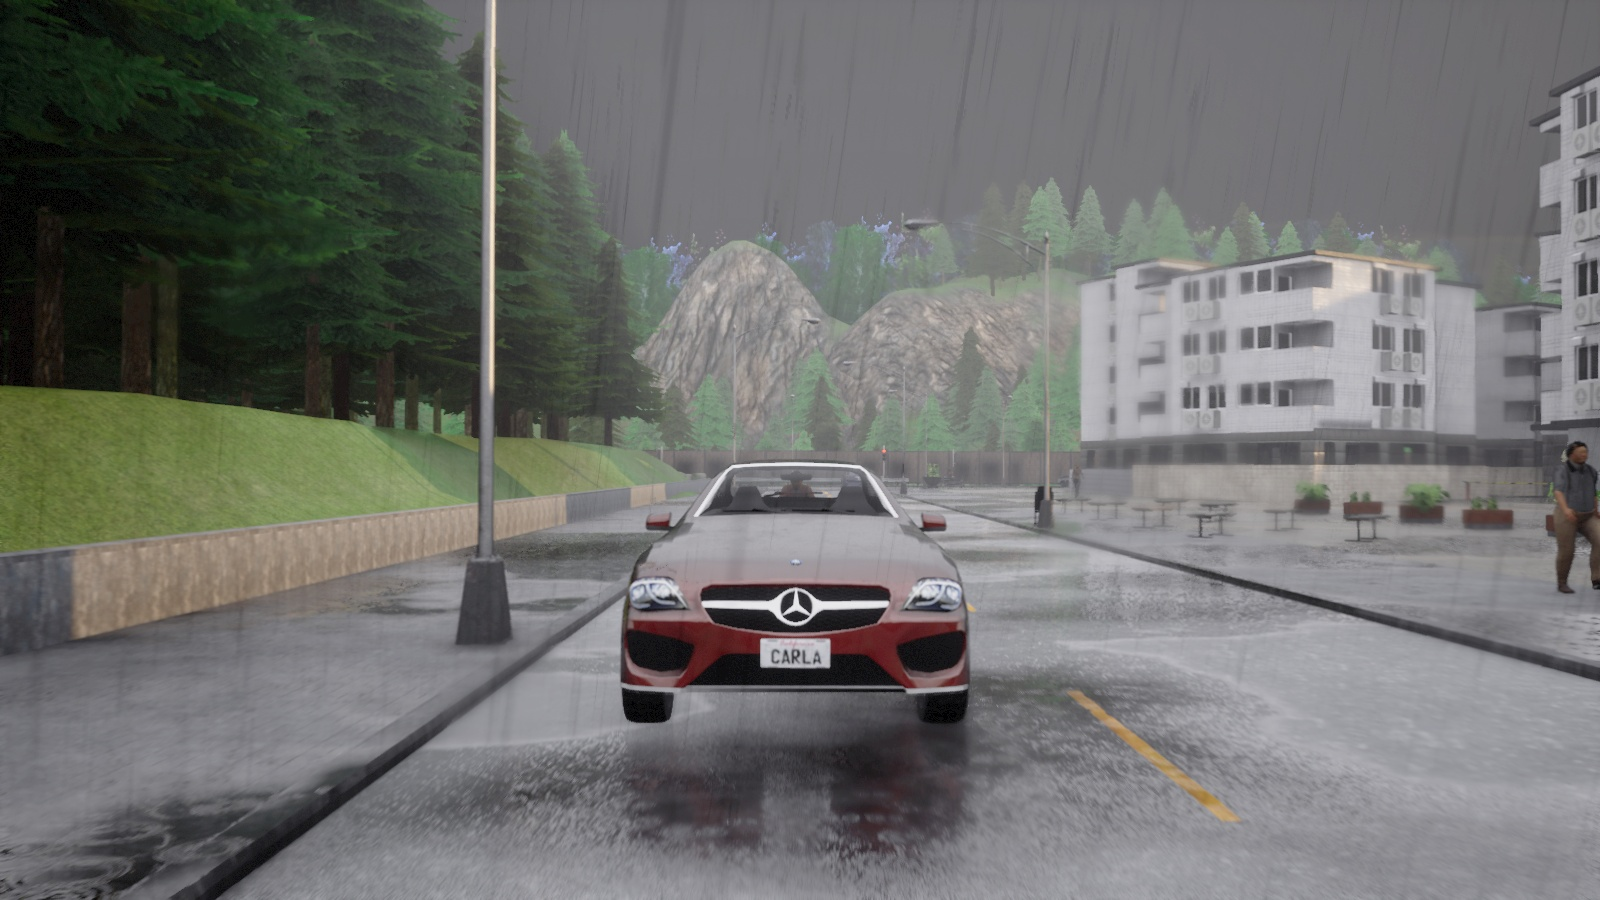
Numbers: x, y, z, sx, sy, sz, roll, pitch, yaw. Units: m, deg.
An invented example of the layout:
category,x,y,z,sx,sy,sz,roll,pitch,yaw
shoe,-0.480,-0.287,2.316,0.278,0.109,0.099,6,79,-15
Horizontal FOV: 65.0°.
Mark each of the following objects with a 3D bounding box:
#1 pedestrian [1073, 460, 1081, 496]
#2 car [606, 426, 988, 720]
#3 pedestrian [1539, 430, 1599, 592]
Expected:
category,x,y,z,sx,sy,sz,roll,pitch,yaw
pedestrian,14.220,1.425,64.478,0.331,1.846,0.634,0,-1,9
car,-0.024,0.734,9.607,2.152,1.651,5.027,0,-1,0
pedestrian,9.082,0.701,14.641,0.540,1.848,0.694,0,-1,4
